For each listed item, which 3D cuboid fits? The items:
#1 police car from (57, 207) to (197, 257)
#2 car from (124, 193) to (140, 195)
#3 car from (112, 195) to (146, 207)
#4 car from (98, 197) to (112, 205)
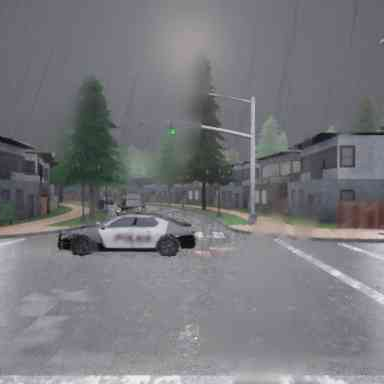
[{"bbox_3d":[-2.293,1.489,12.283,4.974,1.542,2.038,0,0,2],"label":"police car"},{"bbox_3d":[-6.806,1.187,38.066,2.150,2.045,5.566,0,0,-18],"label":"car"},{"bbox_3d":[-4.721,1.317,26.121,2.097,1.767,4.553,0,0,-6],"label":"car"},{"bbox_3d":[-14.475,1.512,55.271,2.033,1.411,5.357,0,0,-32],"label":"car"}]
